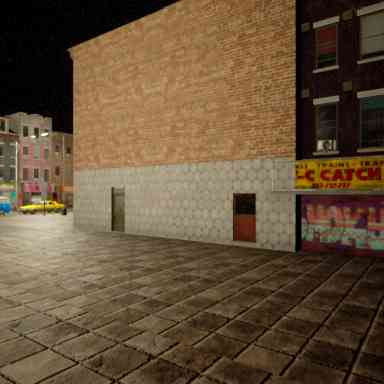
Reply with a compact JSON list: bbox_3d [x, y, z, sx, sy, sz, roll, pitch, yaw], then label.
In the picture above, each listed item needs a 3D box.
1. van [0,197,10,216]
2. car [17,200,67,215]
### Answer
[{"bbox_3d":[-18.511,1.337,29.768,1.690,1.788,3.998,0,0,36],"label":"van"},{"bbox_3d":[-15.331,1.517,34.184,1.752,1.417,4.829,0,0,36],"label":"car"}]
